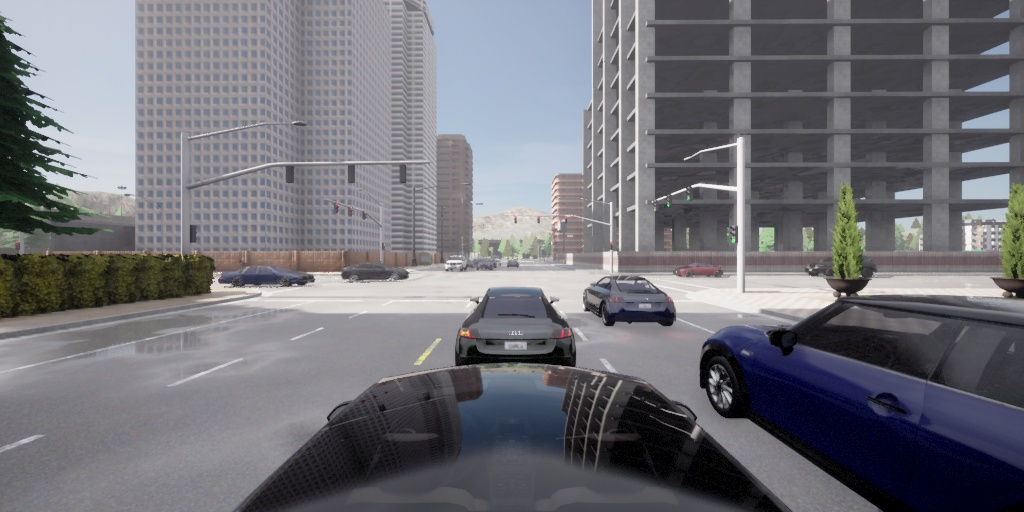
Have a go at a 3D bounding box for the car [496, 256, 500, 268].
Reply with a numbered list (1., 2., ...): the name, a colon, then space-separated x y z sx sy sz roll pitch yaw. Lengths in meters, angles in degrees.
1. car: -3.591 1.102 58.771 2.097 1.767 4.553 0 0 1

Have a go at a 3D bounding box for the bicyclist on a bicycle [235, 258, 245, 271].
1. bicyclist on a bicycle: -29.393 1.051 38.866 0.582 1.620 1.656 0 0 0

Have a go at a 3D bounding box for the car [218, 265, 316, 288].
1. car: -15.839 1.297 23.296 5.357 1.411 2.033 0 0 0

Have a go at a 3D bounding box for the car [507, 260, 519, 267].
1. car: 0.185 1.314 64.775 1.994 1.385 4.181 0 0 1

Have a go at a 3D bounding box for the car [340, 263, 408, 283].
1. car: -10.595 1.256 27.782 4.892 1.490 1.837 0 1 -12

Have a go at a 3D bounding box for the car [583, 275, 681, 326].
1. car: 3.576 1.314 11.646 1.994 1.385 4.181 0 0 0

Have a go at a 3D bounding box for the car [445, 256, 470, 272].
1. car: -7.273 0.971 47.065 2.150 2.045 5.566 0 0 1

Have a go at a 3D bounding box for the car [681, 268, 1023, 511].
1. car: 3.600 1.102 3.043 2.097 1.767 4.553 0 0 0

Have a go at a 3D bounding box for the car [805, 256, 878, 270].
1. car: 30.867 0.973 33.697 5.566 2.045 2.150 0 0 0

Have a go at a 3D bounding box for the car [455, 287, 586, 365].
1. car: 0.058 1.314 7.385 1.994 1.385 4.181 0 0 0

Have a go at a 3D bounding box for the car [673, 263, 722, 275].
1. car: 17.505 1.314 33.784 4.181 1.385 1.994 0 0 0

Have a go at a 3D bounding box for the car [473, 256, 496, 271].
1. car: -3.731 1.102 50.025 2.097 1.767 4.553 0 0 1

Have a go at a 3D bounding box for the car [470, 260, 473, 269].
1. car: -7.122 1.314 57.176 1.994 1.385 4.181 0 0 1
